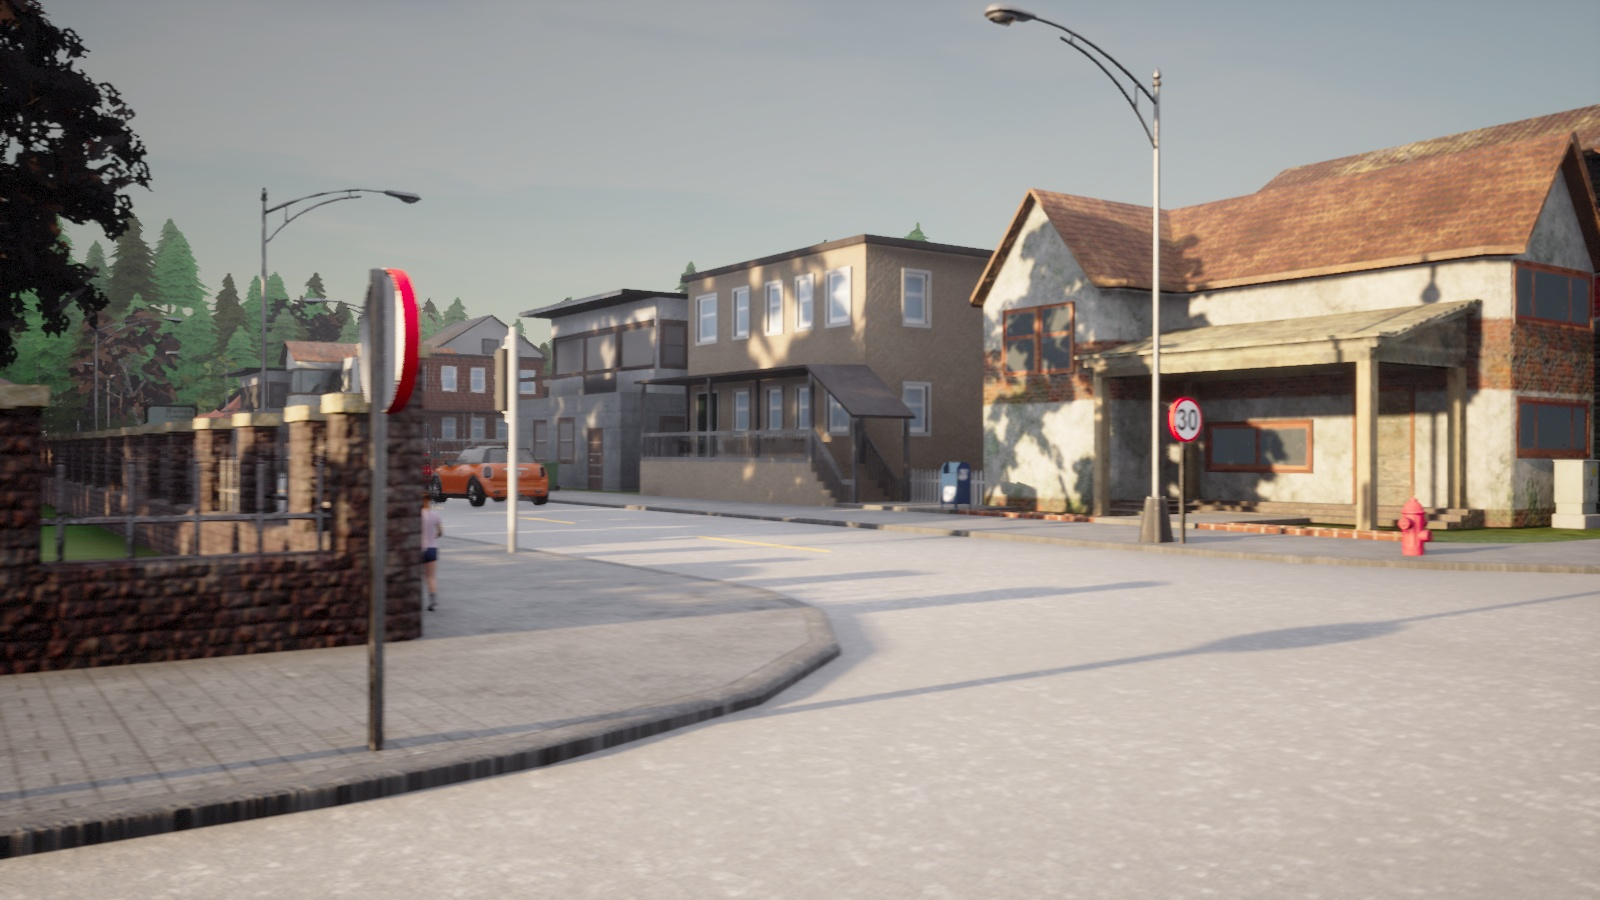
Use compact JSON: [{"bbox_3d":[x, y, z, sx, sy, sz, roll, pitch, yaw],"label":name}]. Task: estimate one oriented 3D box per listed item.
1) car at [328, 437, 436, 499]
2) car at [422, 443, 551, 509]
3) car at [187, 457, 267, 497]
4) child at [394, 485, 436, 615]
[{"bbox_3d":[-14.825,0.602,44.284,2.150,2.045,5.566,0,0,-35],"label":"car"},{"bbox_3d":[-9.029,0.709,35.947,2.097,1.767,4.553,0,0,-35],"label":"car"},{"bbox_3d":[-21.289,0.967,46.569,1.994,1.385,4.181,0,0,-35],"label":"car"},{"bbox_3d":[-3.397,0.868,11.070,0.255,1.110,0.394,0,0,-33],"label":"child"}]
